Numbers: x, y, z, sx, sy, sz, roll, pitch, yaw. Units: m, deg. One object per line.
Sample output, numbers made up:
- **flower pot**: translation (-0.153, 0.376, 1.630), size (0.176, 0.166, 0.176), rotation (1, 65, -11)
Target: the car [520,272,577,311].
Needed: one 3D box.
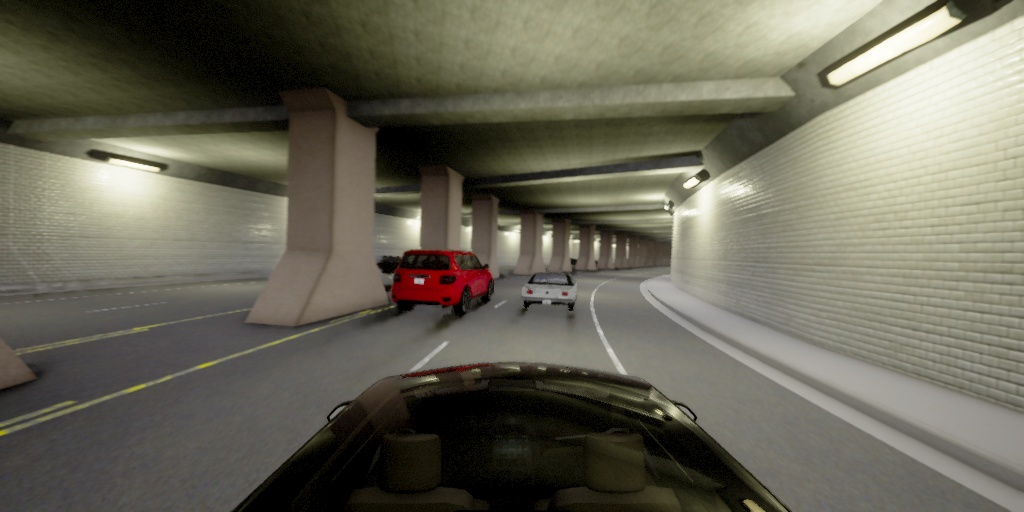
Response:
- **car**: translation (1.649, 1.297, 14.471), size (1.895, 1.301, 4.718), rotation (2, 0, 12)

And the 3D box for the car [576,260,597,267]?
- **car**: translation (13.401, 1.201, 62.589), size (1.812, 1.442, 4.674), rotation (2, 1, 33)

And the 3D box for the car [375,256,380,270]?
- **car**: translation (-9.669, 0.715, 26.819), size (1.882, 1.535, 5.008), rotation (2, 0, 18)

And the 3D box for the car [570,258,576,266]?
- **car**: translation (9.899, 1.028, 63.610), size (1.882, 1.535, 5.008), rotation (2, 1, 33)

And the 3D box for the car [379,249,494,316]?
- **car**: translation (-2.202, 0.809, 12.874), size (2.150, 2.045, 5.566), rotation (2, 0, 10)
